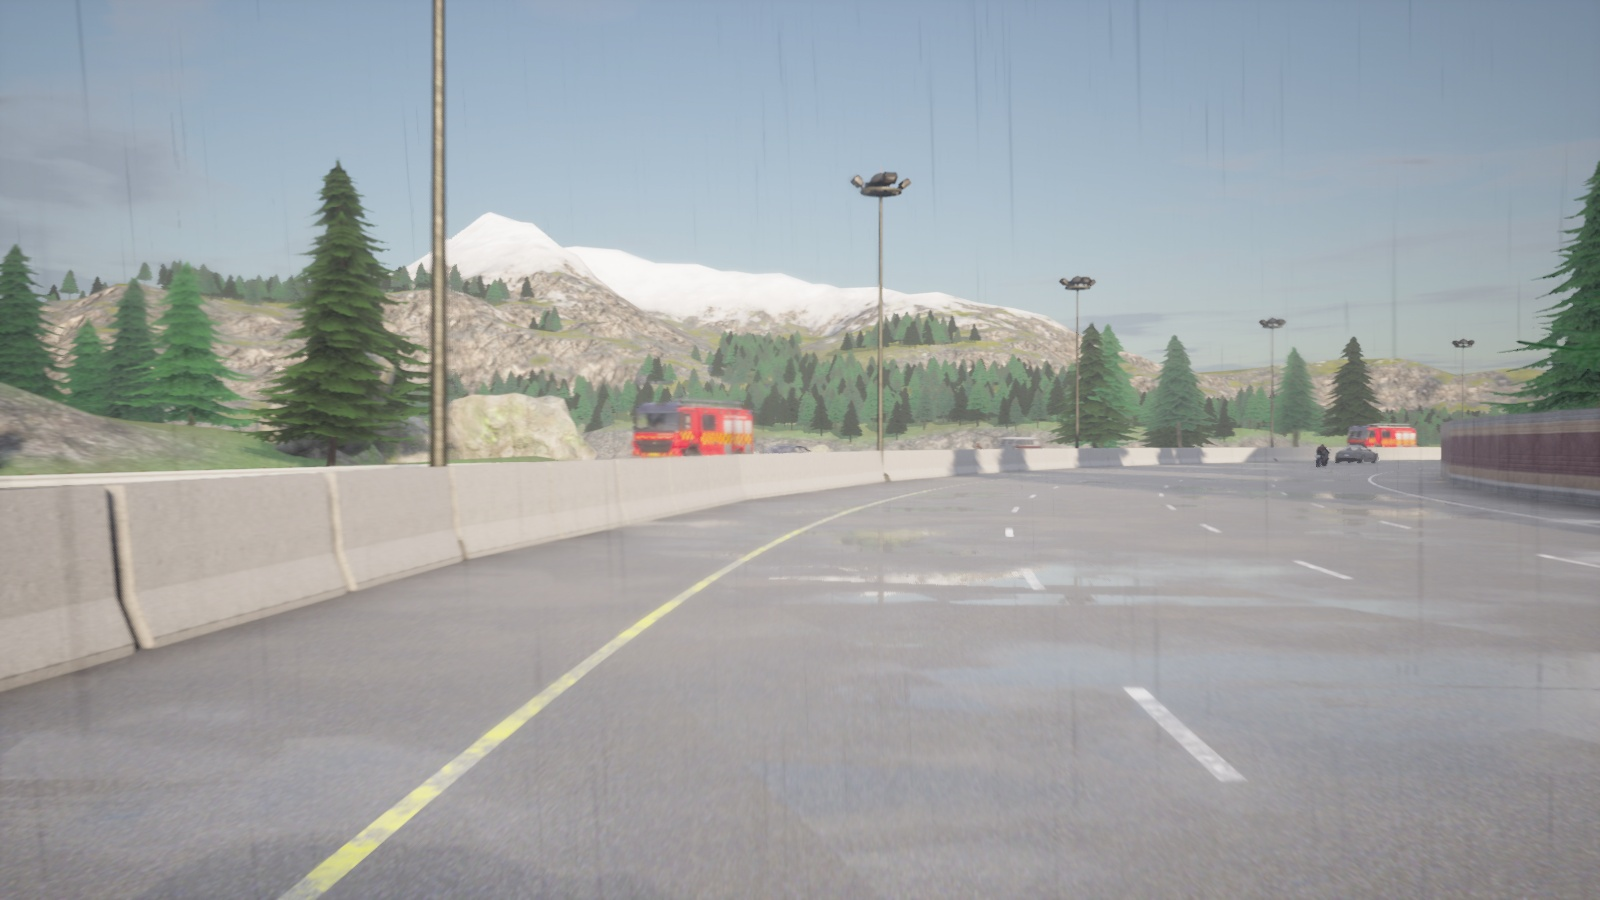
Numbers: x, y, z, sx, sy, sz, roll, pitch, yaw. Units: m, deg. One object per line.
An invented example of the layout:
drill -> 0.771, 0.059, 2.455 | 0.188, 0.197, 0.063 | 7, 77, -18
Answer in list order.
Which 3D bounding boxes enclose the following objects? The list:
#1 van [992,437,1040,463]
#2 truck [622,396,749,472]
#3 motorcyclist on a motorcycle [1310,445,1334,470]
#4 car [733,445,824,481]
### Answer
van -> 16.828, 0.009, 97.802 | 1.775, 1.987, 4.442 | 0, 0, 38
truck -> -5.983, -0.815, 67.334 | 2.891, 3.827, 8.468 | 0, 0, 25
motorcyclist on a motorcycle -> 32.398, 0.455, 77.878 | 0.866, 1.530, 2.191 | 1, 1, 36
car -> -0.809, 0.497, 52.548 | 2.033, 1.411, 5.357 | 0, 0, 20
